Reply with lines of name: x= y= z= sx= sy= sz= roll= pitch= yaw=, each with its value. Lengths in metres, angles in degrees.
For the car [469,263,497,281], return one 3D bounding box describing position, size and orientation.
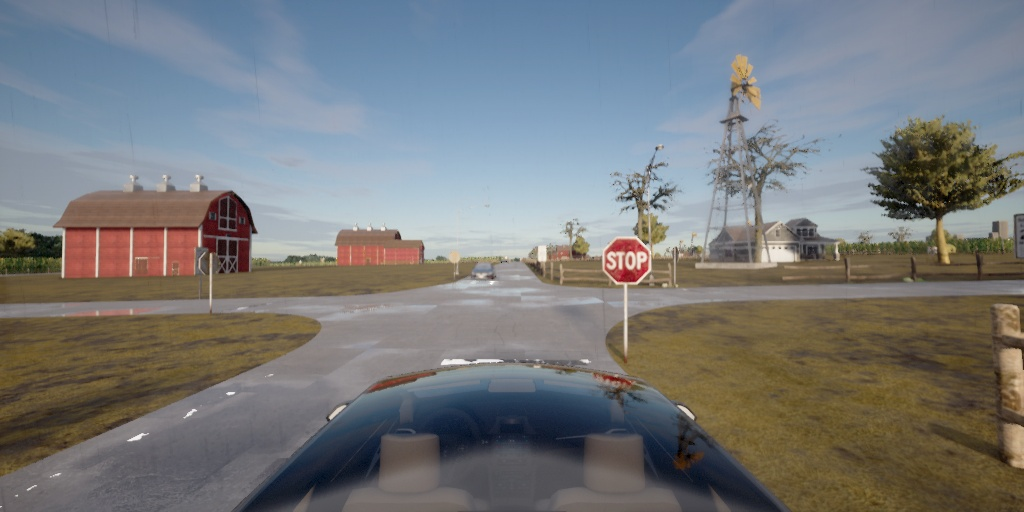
car: x=-2.336 y=1.295 z=30.097 sx=1.812 sy=1.442 sz=4.674 roll=0 pitch=1 yaw=1
